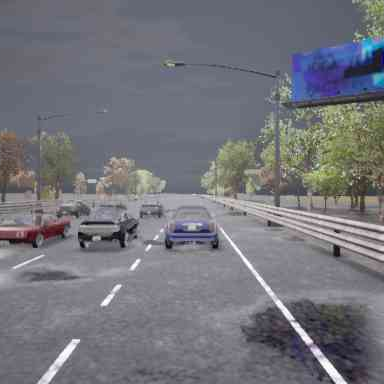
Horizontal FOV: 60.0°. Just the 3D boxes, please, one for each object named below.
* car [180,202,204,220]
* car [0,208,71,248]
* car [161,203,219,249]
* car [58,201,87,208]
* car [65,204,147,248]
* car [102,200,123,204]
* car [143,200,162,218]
[{"bbox_3d":[0.000,1.612,29.683,1.895,1.301,4.718,0,0,0],"label":"car"},{"bbox_3d":[-7.000,1.612,14.681,1.895,1.301,4.718,0,0,0],"label":"car"},{"bbox_3d":[0.001,1.362,14.621,2.097,1.767,4.553,0,0,0],"label":"car"},{"bbox_3d":[-10.500,1.528,29.653,1.812,1.442,4.674,0,0,0],"label":"car"},{"bbox_3d":[-3.500,1.491,14.651,2.128,1.511,4.902,0,0,0],"label":"car"},{"bbox_3d":[-7.000,1.490,29.652,2.128,1.511,4.902,0,0,0],"label":"car"},{"bbox_3d":[-3.500,1.490,29.652,2.128,1.511,4.902,0,0,0],"label":"car"}]
